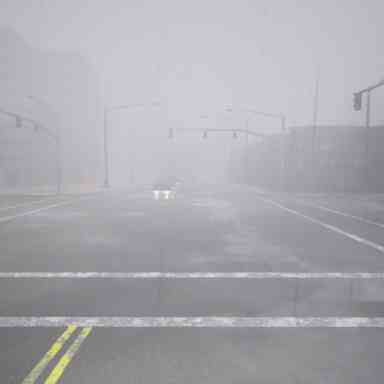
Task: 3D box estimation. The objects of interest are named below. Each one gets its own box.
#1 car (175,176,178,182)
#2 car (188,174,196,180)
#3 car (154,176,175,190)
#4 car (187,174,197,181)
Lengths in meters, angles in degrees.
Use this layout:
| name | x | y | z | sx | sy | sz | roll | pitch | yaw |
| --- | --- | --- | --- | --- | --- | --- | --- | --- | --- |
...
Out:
| name | x | y | z | sx | sy | sz | roll | pitch | yaw |
| --- | --- | --- | --- | --- | --- | --- | --- | --- | --- |
| car | -3.587 | -1.708 | 51.361 | 1.837 | 1.490 | 4.892 | 0 | 4 | 0 |
| car | 0.012 | -3.722 | 80.758 | 2.033 | 1.411 | 5.357 | 0 | 4 | 0 |
| car | -3.592 | -0.976 | 41.457 | 1.994 | 1.385 | 4.181 | 0 | 4 | 0 |
| car | 0.011 | -2.993 | 70.931 | 1.994 | 1.385 | 4.181 | 0 | 4 | 0 |
